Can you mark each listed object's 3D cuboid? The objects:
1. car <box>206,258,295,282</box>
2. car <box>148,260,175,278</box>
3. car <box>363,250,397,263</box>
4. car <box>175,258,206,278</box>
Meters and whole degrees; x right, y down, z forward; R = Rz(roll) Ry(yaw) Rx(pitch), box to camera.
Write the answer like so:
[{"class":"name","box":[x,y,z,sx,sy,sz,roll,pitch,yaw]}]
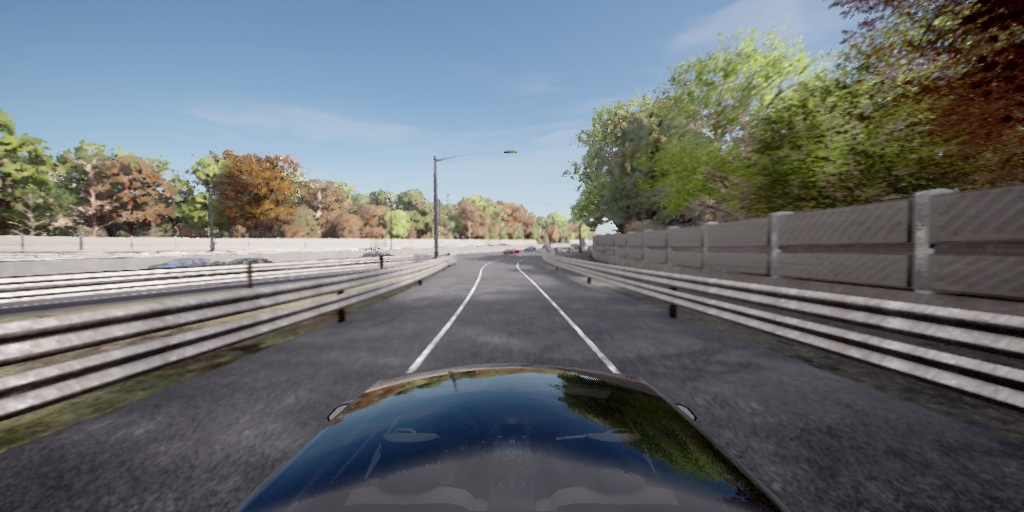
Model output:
[{"class":"car","box":[-17.667,0.867,24.908,1.837,1.490,4.892,1,2,23]},{"class":"car","box":[-24.205,0.850,27.425,2.033,1.411,5.357,1,2,23]},{"class":"car","box":[-16.607,0.022,45.465,2.128,1.511,4.902,1,2,23]},{"class":"car","box":[-20.941,0.933,26.163,1.895,1.301,4.718,1,2,23]}]
